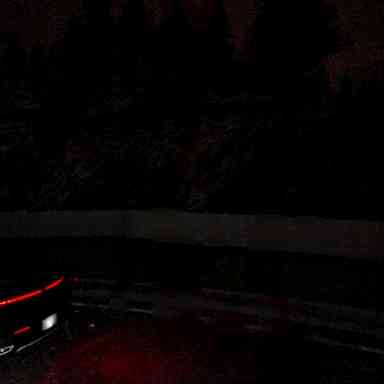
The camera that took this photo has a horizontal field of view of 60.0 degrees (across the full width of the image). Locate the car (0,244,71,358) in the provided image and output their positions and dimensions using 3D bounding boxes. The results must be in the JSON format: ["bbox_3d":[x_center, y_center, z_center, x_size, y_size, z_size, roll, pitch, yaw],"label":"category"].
[{"bbox_3d":[-4.251,1.489,4.901,4.892,1.490,1.837,-1,0,12],"label":"car"}]
